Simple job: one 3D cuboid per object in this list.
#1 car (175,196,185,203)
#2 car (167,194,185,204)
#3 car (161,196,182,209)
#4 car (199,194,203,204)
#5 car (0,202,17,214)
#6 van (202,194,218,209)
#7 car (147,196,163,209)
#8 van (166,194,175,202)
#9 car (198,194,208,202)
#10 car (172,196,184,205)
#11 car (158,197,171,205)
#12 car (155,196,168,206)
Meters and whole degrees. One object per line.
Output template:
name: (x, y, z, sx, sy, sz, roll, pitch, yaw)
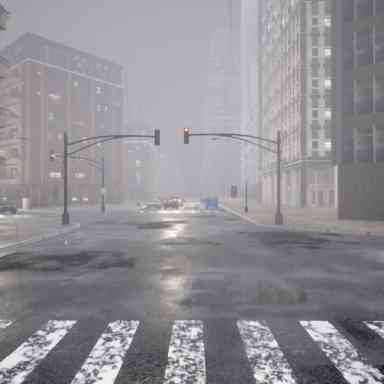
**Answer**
car: (-2.576, 1.668, 73.934, 1.994, 1.385, 4.181, 0, 0, 0)
car: (-2.696, 1.414, 54.212, 2.097, 1.767, 4.553, 0, 0, 1)
car: (-2.723, 1.644, 45.086, 1.895, 1.301, 4.718, 0, 0, 0)
car: (2.728, 1.644, 68.148, 1.887, 1.381, 4.507, 0, 0, 0)
car: (-21.060, 1.789, 36.666, 4.718, 1.301, 1.895, -1, -1, 41)
van: (2.677, 1.386, 45.939, 1.690, 1.788, 3.998, 0, 0, 0)
car: (-5.204, 1.570, 45.787, 1.752, 1.417, 4.829, 0, 0, 0)
van: (-5.126, 1.473, 79.271, 1.690, 1.788, 3.998, 0, 0, 0)
car: (2.766, 1.466, 84.807, 2.192, 1.841, 5.009, 0, 0, 0)
car: (-2.646, 1.579, 64.052, 2.128, 1.511, 4.902, 0, 0, 1)
car: (-5.165, 1.649, 62.615, 1.947, 1.339, 4.313, 0, 0, 0)
car: (-5.178, 1.509, 57.063, 1.967, 1.590, 4.097, 0, 0, 0)
